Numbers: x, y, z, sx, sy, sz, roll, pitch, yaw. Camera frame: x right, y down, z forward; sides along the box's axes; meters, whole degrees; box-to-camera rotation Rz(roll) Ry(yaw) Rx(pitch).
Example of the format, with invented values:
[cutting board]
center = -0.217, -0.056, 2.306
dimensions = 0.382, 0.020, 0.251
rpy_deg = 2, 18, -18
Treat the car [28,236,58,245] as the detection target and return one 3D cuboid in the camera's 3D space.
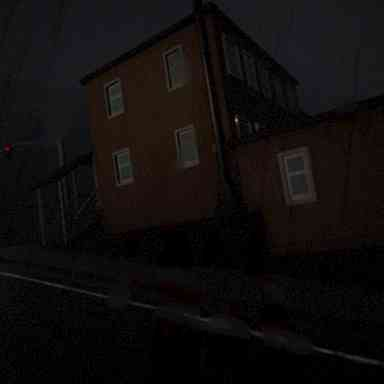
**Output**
[car]
center = -12.136, 4.640, 29.518
dimensions = 2.128, 1.511, 4.902
rpy_deg = -13, -12, 35
